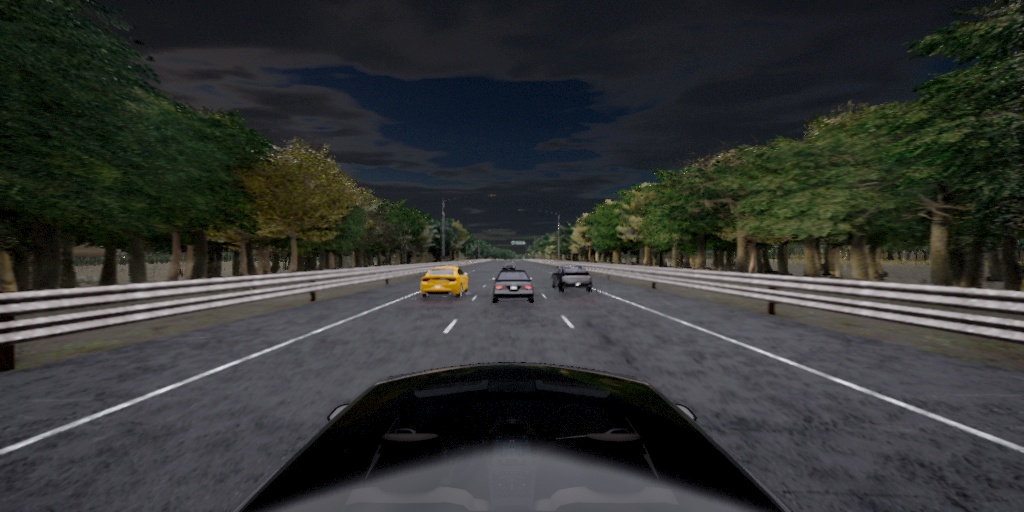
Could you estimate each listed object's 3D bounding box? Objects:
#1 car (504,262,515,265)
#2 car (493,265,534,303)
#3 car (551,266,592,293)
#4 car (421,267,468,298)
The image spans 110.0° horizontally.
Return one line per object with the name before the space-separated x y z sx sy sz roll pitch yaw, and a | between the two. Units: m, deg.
car | -0.334 1.555 52.273 1.895 1.301 4.718 0 0 -1
car | 0.036 1.359 17.226 2.033 1.411 5.357 0 0 -1
car | 3.480 1.315 21.499 2.128 1.511 4.902 0 0 -1
car | -3.492 1.304 19.202 1.882 1.535 5.008 0 0 -1
